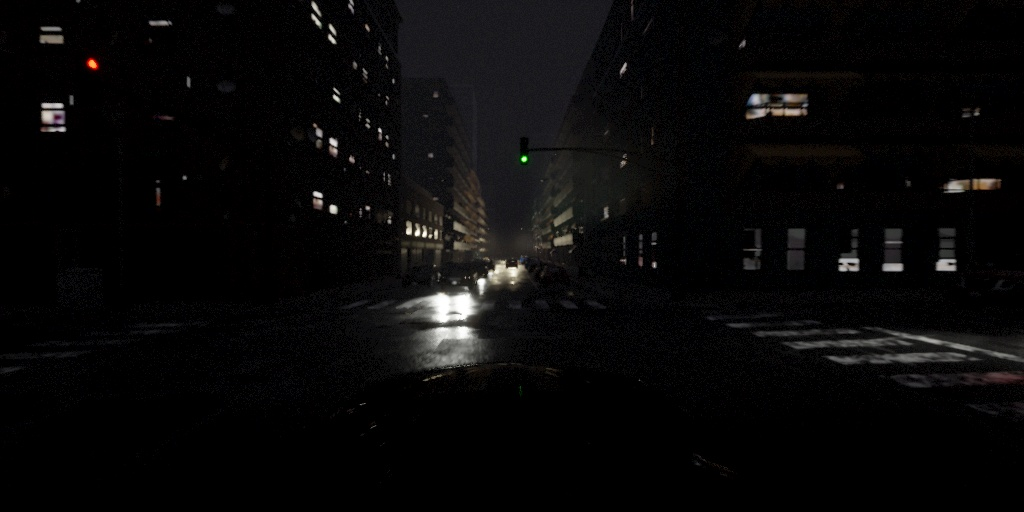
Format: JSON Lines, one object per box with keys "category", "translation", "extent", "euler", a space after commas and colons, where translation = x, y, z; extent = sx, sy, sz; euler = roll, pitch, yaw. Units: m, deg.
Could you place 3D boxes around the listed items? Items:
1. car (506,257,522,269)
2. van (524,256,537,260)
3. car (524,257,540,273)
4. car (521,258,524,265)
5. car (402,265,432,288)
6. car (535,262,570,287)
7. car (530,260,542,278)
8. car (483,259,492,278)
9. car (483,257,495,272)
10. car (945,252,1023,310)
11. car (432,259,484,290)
{"category": "car", "translation": [0.006, 1.100, 52.162], "extent": [2.033, 1.411, 5.357], "euler": [0, 0, 0]}
{"category": "van", "translation": [2.695, 0.919, 45.219], "extent": [1.690, 1.789, 3.998], "euler": [0, 0, 0]}
{"category": "car", "translation": [2.695, 1.144, 39.695], "extent": [1.888, 1.381, 4.507], "euler": [0, 0, 0]}
{"category": "car", "translation": [2.696, 1.124, 50.743], "extent": [1.948, 1.339, 4.313], "euler": [0, 0, 0]}
{"category": "car", "translation": [-5.689, 1.228, 23.139], "extent": [1.948, 1.339, 4.313], "euler": [0, 0, 0]}
{"category": "car", "translation": [2.692, 1.244, 23.126], "extent": [1.802, 1.307, 4.207], "euler": [0, 0, 0]}
{"category": "car", "translation": [2.693, 1.206, 28.649], "extent": [1.948, 1.339, 4.313], "euler": [0, 0, 0]}
{"category": "car", "translation": [-3.091, 1.193, 31.671], "extent": [1.994, 1.385, 4.181], "euler": [0, 0, -1]}
{"category": "car", "translation": [-3.048, 1.148, 43.456], "extent": [1.994, 1.385, 4.181], "euler": [0, 0, 0]}
{"category": "car", "translation": [15.773, 0.745, 10.282], "extent": [5.009, 1.841, 2.192], "euler": [0, 0, 0]}
{"category": "car", "translation": [-3.088, 1.159, 21.733], "extent": [2.128, 1.511, 4.902], "euler": [0, 0, 0]}
